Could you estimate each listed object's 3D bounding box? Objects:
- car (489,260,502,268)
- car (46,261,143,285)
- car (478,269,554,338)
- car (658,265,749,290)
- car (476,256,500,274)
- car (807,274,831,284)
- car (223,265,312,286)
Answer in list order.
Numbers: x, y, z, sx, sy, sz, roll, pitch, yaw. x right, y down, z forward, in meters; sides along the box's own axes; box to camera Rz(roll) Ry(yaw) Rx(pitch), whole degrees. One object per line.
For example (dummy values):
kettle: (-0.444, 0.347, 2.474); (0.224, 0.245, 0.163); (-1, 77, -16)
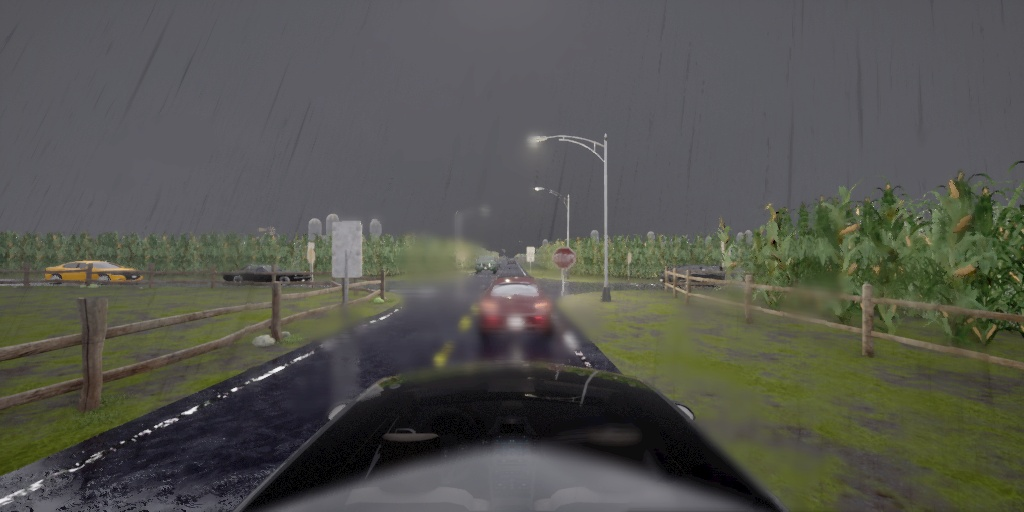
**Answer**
car: (-2.819, 1.325, 61.502); (1.895, 1.301, 4.718); (0, 0, 0)
car: (-27.038, 1.066, 23.324); (5.008, 1.535, 1.882); (0, -1, 1)
car: (0.099, 1.276, 10.112); (1.812, 1.442, 4.674); (0, 0, 0)
car: (11.972, 1.326, 22.928); (4.892, 1.490, 1.837); (0, -1, 1)
car: (-2.839, 0.961, 41.138); (2.150, 2.045, 5.566); (0, 0, 0)
car: (24.476, 1.157, 25.755); (5.566, 2.045, 2.150); (0, -1, 1)
car: (-15.684, 1.251, 23.208); (4.718, 1.301, 1.895); (0, -1, 1)
